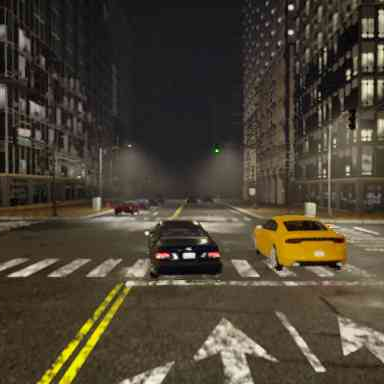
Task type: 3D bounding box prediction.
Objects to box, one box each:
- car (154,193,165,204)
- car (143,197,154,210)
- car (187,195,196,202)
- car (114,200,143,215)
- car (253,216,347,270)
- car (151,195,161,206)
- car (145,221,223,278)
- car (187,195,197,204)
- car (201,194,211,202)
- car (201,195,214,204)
[{"bbox_3d":[-6.508,1.266,64.133,2.150,2.045,5.566,0,0,0],"label":"car"},{"bbox_3d":[-6.579,1.638,43.378,1.895,1.301,4.718,0,0,0],"label":"car"},{"bbox_3d":[-0.009,1.431,75.600,1.994,1.385,4.181,0,0,0],"label":"car"},{"bbox_3d":[-6.603,1.632,34.205,1.895,1.301,4.718,0,0,0],"label":"car"},{"bbox_3d":[3.344,1.551,11.223,1.882,1.535,5.008,0,-2,0],"label":"car"},{"bbox_3d":[-6.525,1.605,53.383,1.994,1.385,4.181,0,0,0],"label":"car"},{"bbox_3d":[-0.439,1.593,10.302,2.033,1.411,5.357,1,-1,-8],"label":"car"},{"bbox_3d":[-0.007,1.609,65.564,1.994,1.385,4.181,0,0,0],"label":"car"},{"bbox_3d":[3.242,1.401,75.952,2.097,1.767,4.553,0,0,0],"label":"car"},{"bbox_3d":[3.242,1.549,66.151,1.837,1.490,4.892,0,0,0],"label":"car"}]
